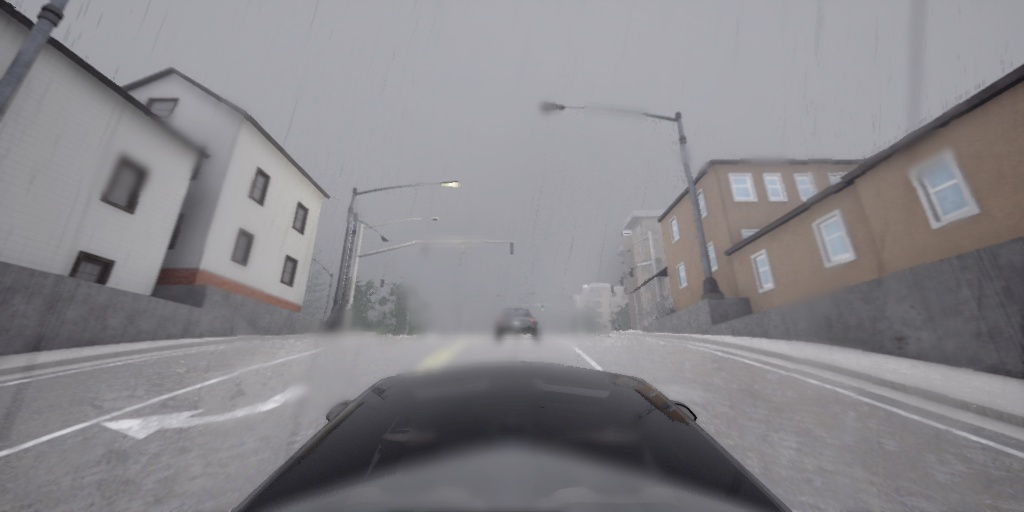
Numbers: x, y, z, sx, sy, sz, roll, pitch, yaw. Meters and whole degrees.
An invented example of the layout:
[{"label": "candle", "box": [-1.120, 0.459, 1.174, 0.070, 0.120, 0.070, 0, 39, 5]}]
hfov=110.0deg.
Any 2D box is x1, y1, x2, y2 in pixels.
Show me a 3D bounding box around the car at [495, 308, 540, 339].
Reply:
[{"label": "car", "box": [0.286, 3.219, 17.171, 1.994, 1.385, 4.181, 0, -11, 2]}]
